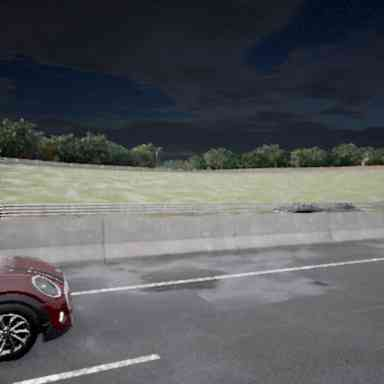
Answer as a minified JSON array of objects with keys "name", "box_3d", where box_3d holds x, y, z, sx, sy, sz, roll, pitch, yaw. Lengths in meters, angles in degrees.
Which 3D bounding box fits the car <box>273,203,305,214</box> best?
[{"name":"car","box_3d":[9.671,1.733,30.406,4.902,1.511,2.128,0,0,-24]}]

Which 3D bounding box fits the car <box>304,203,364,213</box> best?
[{"name":"car","box_3d":[12.099,1.739,27.661,4.892,1.490,1.837,0,0,-24]}]

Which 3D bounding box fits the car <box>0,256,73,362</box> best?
[{"name":"car","box_3d":[-4.134,1.371,4.770,4.553,1.767,2.097,0,0,-24]}]
